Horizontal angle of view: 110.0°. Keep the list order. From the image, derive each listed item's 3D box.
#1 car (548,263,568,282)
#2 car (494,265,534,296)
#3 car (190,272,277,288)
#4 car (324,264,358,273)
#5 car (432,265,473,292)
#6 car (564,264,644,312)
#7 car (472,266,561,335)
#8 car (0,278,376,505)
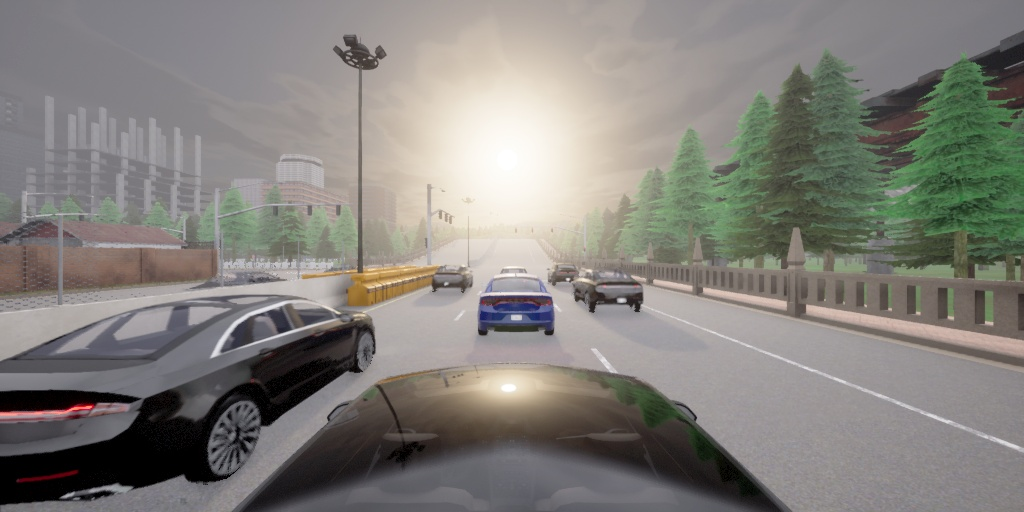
[{"bbox_3d":[3.608,1.254,25.474,1.837,1.490,4.892,0,0,0],"label":"car"},{"bbox_3d":[0.106,1.297,20.568,2.033,1.411,5.357,0,0,0],"label":"car"},{"bbox_3d":[-10.589,1.314,13.997,1.994,1.385,4.181,0,0,0],"label":"car"},{"bbox_3d":[-13.990,1.336,29.990,1.994,1.385,4.181,0,0,0],"label":"car"},{"bbox_3d":[-3.393,1.241,21.026,2.128,1.511,4.902,0,0,0],"label":"car"},{"bbox_3d":[3.605,1.240,14.180,2.128,1.511,4.902,0,0,0],"label":"car"},{"bbox_3d":[0.100,1.228,10.497,1.882,1.535,5.008,0,0,0],"label":"car"},{"bbox_3d":[-3.401,1.243,4.638,2.128,1.511,4.902,0,0,0],"label":"car"}]
